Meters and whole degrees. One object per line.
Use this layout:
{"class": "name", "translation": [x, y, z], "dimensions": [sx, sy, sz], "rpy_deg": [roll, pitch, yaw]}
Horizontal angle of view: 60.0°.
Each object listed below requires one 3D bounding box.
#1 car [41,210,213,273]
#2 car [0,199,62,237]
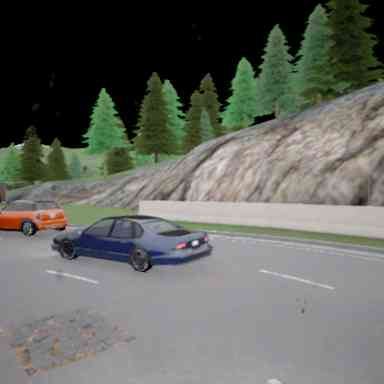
{"class": "car", "translation": [-2.018, 1.417, 10.202], "dimensions": [5.357, 1.411, 2.033], "rpy_deg": [0, 1, 33]}
{"class": "car", "translation": [-8.737, 1.214, 17.308], "dimensions": [4.553, 1.767, 2.097], "rpy_deg": [0, 1, 27]}
